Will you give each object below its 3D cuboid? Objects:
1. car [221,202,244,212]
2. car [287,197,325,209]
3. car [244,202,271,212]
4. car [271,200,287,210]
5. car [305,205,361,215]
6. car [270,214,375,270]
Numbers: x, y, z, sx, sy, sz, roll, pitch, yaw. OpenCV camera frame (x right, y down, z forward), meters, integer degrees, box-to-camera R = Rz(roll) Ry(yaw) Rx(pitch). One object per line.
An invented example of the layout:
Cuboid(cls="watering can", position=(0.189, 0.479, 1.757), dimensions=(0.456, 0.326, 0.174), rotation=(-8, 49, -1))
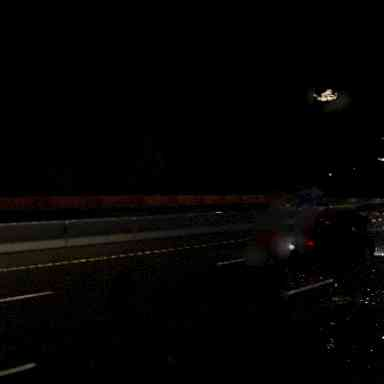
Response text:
Cuboid(cls="car", position=(5.879, 2.115, 46.559), dimensions=(1.994, 1.385, 4.181), rotation=(-1, -1, 43))
Cuboid(cls="car", position=(14.052, 1.613, 39.892), dimensions=(2.150, 2.045, 5.566), rotation=(-1, -1, 43))
Cuboid(cls="car", position=(9.363, 2.066, 45.186), dimensions=(1.994, 1.385, 4.181), rotation=(-1, -1, 43))
Cuboid(cls="car", position=(12.767, 1.806, 43.767), dimensions=(2.097, 1.767, 4.553), rotation=(-1, -1, 42))
Cuboid(cls="car", position=(8.907, 1.684, 19.683), dimensions=(4.892, 1.490, 1.837), rotation=(0, 0, -42))
Cuboid(cls="car", position=(4.613, 1.677, 11.596), dimensions=(4.181, 1.385, 1.994), rotation=(0, -1, -39))
